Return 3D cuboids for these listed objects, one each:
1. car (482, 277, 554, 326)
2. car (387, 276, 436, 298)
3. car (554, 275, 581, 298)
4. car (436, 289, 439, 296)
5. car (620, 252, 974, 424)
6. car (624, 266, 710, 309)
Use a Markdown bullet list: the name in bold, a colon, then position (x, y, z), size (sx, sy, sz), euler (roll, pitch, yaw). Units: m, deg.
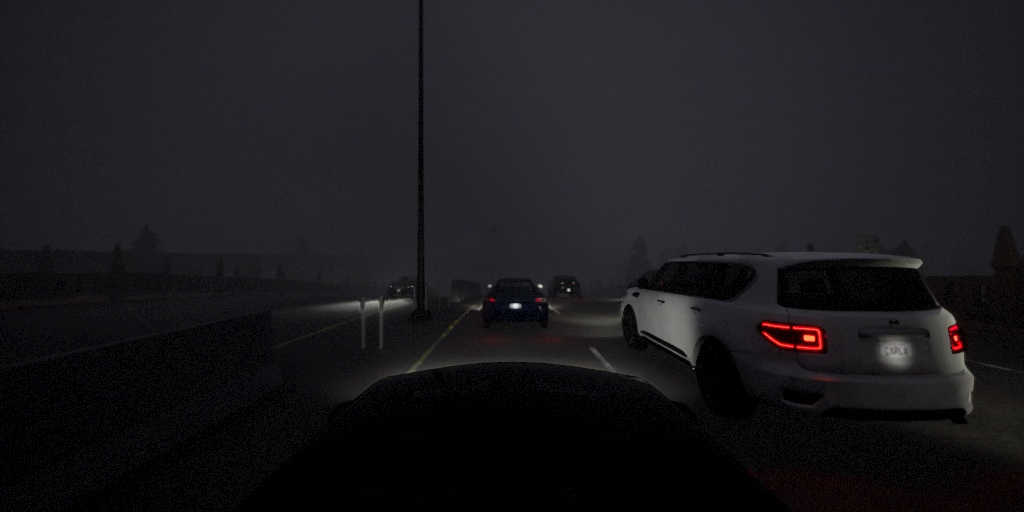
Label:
- **car**: position (0.097, 1.425, 11.996), size (1.994, 1.385, 4.181), euler (0, -2, 0)
- **car**: position (-7.095, 2.101, 24.950), size (2.128, 1.511, 4.902), euler (0, -5, 0)
- **car**: position (3.593, 2.126, 25.121), size (1.837, 1.490, 4.892), euler (0, -5, 0)
- **car**: position (-10.549, 4.618, 45.890), size (1.994, 1.385, 4.181), euler (0, -7, 1)
- **car**: position (3.598, 0.978, 6.046), size (2.150, 2.045, 5.566), euler (0, 0, 0)
- **car**: position (7.095, 1.424, 17.096), size (2.097, 1.767, 4.553), euler (0, -3, 0)
